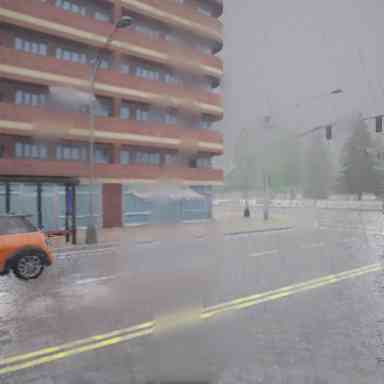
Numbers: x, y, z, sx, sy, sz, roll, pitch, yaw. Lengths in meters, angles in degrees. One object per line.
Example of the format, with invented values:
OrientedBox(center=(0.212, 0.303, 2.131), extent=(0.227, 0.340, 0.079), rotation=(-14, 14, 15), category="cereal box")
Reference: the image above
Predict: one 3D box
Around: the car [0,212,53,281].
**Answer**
OrientedBox(center=(-6.013, 1.352, 8.290), extent=(4.553, 1.767, 2.097), rotation=(0, 0, -35), category="car")
